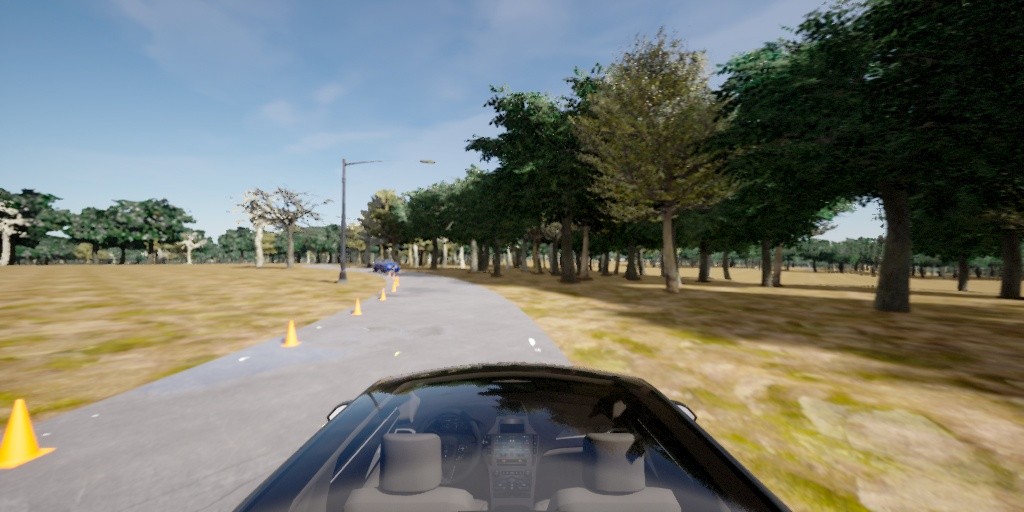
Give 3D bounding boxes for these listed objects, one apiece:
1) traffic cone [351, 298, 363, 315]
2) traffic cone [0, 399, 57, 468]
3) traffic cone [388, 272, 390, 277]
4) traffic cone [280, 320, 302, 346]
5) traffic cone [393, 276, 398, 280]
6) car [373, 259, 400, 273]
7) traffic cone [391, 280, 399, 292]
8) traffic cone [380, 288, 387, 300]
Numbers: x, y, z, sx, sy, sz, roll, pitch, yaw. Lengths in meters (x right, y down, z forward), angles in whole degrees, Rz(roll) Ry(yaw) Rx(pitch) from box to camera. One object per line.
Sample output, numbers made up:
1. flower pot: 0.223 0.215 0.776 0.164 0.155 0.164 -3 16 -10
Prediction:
1. traffic cone: -5.708 1.855 13.250 0.340 0.580 0.340 0 0 -8
2. traffic cone: -4.912 1.724 3.569 0.340 0.580 0.340 0 0 -2
3. traffic cone: -14.025 2.114 41.071 0.340 0.580 0.340 0 0 -26
4. traffic cone: -5.183 1.790 8.420 0.340 0.580 0.340 0 0 -5
5. traffic cone: -8.777 2.015 27.485 0.340 0.580 0.340 0 0 -17
6. car: -18.340 1.438 52.188 2.150 2.045 5.566 1 -1 -40
7. traffic cone: -7.507 1.968 22.796 0.340 0.580 0.340 0 0 -14
8. traffic cone: -6.483 1.915 18.046 0.340 0.580 0.340 0 0 -11
